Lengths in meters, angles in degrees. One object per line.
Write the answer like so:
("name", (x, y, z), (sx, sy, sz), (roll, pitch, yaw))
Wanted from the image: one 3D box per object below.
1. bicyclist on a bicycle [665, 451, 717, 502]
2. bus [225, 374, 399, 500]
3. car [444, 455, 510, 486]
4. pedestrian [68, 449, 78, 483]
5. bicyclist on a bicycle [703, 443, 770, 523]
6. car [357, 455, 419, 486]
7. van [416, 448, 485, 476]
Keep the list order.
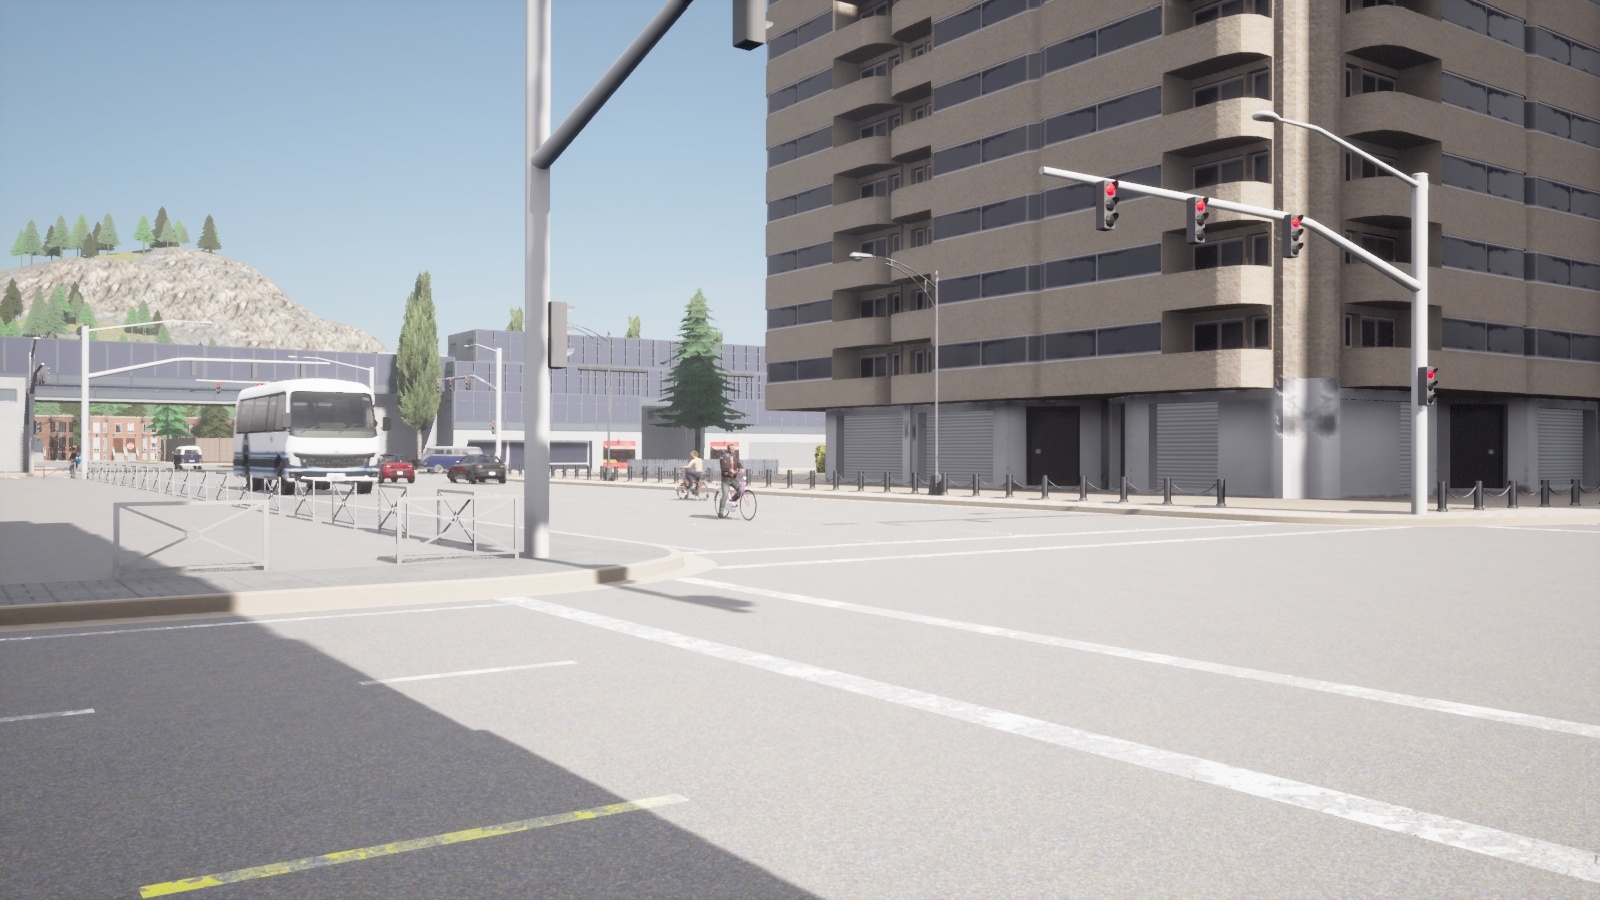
("bicyclist on a bicycle", (-3.522, 0.844, 40.625), (1.509, 1.612, 0.866), (0, 0, 42))
("bus", (-18.832, -0.419, 47.897), (3.944, 4.253, 10.273), (0, 0, -35))
("car", (-16.130, 1.001, 62.557), (1.816, 1.474, 4.193), (0, 0, -35))
("pedestrian", (-39.001, 0.839, 67.368), (0.345, 1.836, 0.594), (0, 0, -41))
("bicyclist on a bicycle", (-1.488, 0.745, 29.055), (0.659, 1.776, 1.843), (0, 0, -35))
("car", (-20.704, 1.012, 63.020), (1.816, 1.474, 4.193), (0, 0, -35))
("van", (-25.246, 0.830, 90.835), (4.442, 1.987, 1.775), (0, 0, -35))
